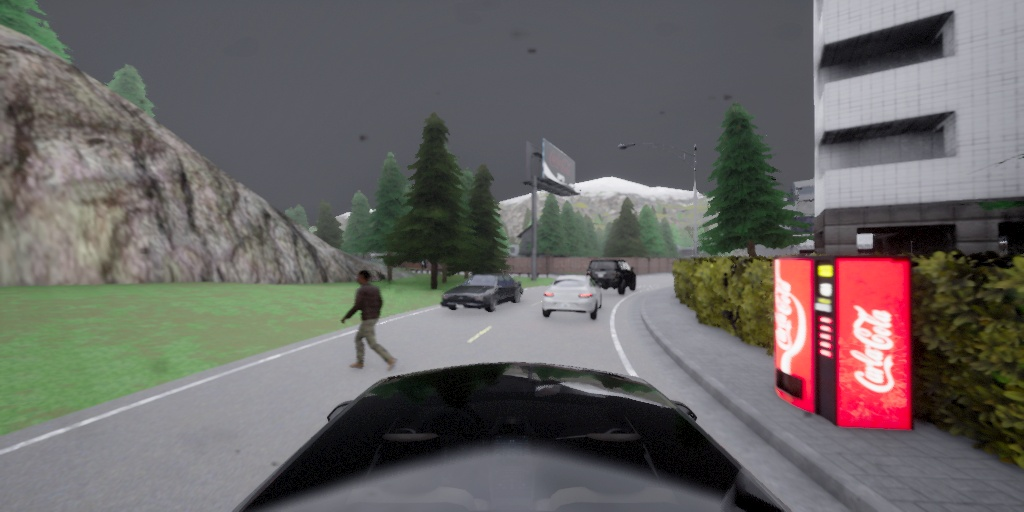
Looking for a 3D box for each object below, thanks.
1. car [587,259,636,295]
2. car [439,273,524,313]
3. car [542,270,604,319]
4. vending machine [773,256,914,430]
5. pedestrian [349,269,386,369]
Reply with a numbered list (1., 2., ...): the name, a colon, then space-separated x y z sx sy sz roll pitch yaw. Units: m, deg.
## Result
1. car: 6.272 1.231 22.478 2.150 2.045 5.566 0 -1 29
2. car: -1.022 1.456 15.403 2.033 1.411 5.357 0 -1 19
3. car: 2.346 1.421 13.516 1.812 1.442 4.674 0 -1 17
4. vending machine: 4.019 0.987 4.462 1.100 2.100 0.880 0 0 6
5. pedestrian: -2.567 1.093 6.382 0.375 1.860 0.375 0 -1 8
